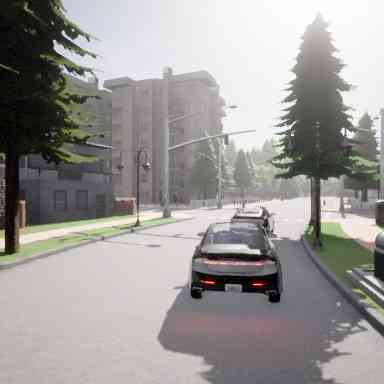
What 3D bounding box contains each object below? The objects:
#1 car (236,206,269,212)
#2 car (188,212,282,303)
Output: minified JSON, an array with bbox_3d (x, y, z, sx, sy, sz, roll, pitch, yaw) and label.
[{"bbox_3d":[3.227,1.491,17.422,2.128,1.511,4.902,0,0,18],"label":"car"},{"bbox_3d":[1.103,1.492,8.314,2.128,1.511,4.902,0,0,9],"label":"car"}]
